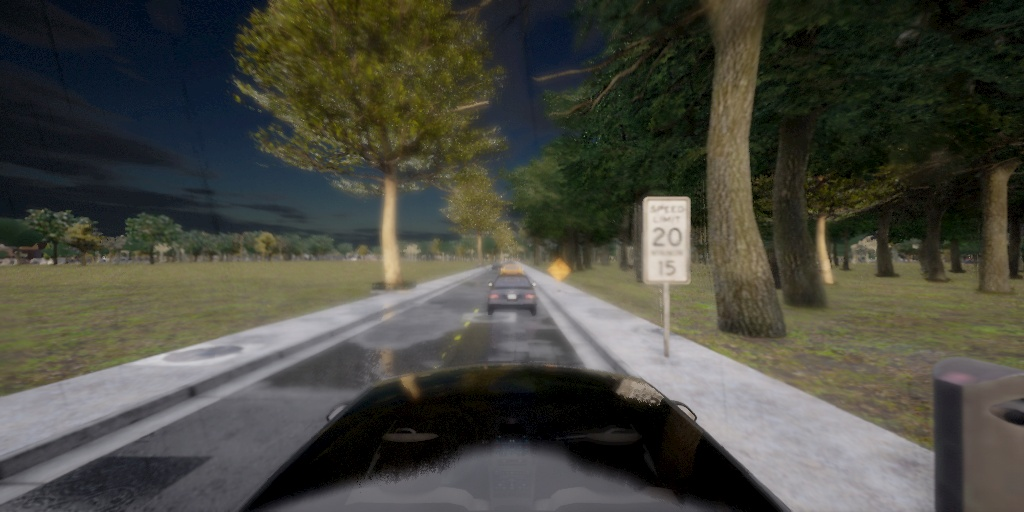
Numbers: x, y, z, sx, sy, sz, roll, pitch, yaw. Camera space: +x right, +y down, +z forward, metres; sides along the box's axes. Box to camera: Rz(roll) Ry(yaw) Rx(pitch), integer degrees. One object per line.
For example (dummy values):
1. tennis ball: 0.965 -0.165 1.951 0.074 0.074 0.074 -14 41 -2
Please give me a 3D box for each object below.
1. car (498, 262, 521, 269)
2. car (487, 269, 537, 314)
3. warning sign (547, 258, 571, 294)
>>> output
1. car: 0.029 1.513 31.090 1.882 1.535 5.008 0 0 1
2. car: 0.010 1.425 14.371 2.033 1.411 5.357 0 -1 0
3. warning sign: 2.520 1.040 19.170 1.300 1.860 1.060 0 0 0
